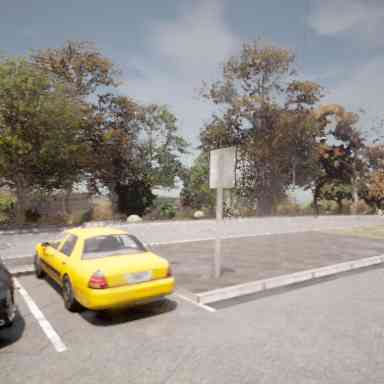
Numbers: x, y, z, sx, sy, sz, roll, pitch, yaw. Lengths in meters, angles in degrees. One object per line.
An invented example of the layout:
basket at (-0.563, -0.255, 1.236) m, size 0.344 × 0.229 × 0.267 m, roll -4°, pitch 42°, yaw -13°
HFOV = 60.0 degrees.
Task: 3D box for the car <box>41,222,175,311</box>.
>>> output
car at (-2.423, 1.483, 7.945) m, size 1.946 × 1.575 × 5.366 m, roll 0°, pitch 0°, yaw -36°

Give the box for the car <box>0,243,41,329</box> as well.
car at (-4.566, 1.481, 6.182) m, size 2.231 × 1.521 × 4.892 m, roll 0°, pitch 0°, yaw -36°
